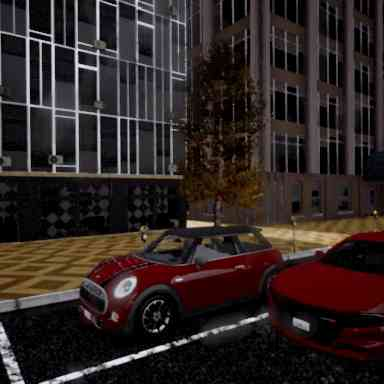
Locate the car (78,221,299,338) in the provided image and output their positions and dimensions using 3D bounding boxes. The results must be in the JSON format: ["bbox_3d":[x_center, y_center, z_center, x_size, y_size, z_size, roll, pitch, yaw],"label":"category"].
[{"bbox_3d":[-0.065,1.443,6.523,4.097,1.590,1.967,0,-1,-36],"label":"car"}]

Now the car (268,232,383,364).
[{"bbox_3d":[3.478,1.482,5.861,5.008,1.535,1.882,0,0,-36],"label":"car"}]
